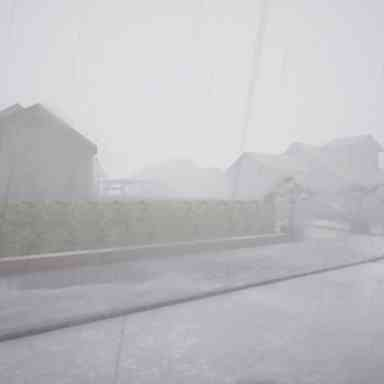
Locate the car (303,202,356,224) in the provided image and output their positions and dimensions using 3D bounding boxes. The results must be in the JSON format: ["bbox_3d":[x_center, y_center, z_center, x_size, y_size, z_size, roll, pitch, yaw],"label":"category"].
[{"bbox_3d":[10.197,1.490,24.728,1.845,1.501,3.633,1,-1,-38],"label":"car"}]
